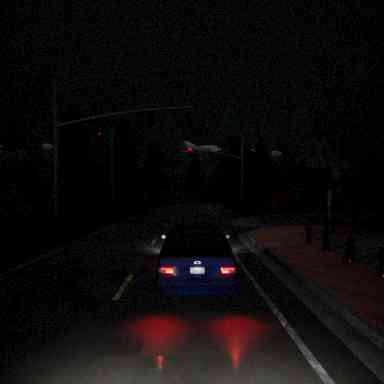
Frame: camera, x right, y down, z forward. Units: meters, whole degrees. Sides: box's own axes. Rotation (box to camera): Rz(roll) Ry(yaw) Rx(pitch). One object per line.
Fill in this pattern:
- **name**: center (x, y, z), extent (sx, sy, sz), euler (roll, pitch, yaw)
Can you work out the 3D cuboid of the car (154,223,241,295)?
- **car**: center (0.102, 1.547, 8.860), extent (2.033, 1.411, 5.357), euler (0, 0, 0)
